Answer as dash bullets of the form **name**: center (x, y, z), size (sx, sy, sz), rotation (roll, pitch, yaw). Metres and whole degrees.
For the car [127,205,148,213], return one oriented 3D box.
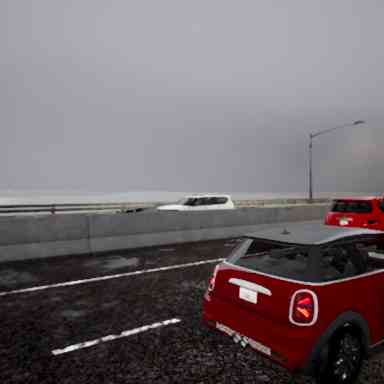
- **car**: center (-1.676, 1.516, 24.235), size (5.357, 1.411, 2.033), rotation (0, 0, -35)

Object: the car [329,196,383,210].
- **car**: center (7.629, 1.188, 13.418), size (5.566, 2.045, 2.150), rotation (0, 0, -35)

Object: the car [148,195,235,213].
- **car**: center (0.309, 1.190, 21.351), size (5.566, 2.045, 2.150), rotation (0, 0, -35)

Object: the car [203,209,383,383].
- **car**: center (2.454, 1.339, 5.483), size (4.553, 1.767, 2.097), rotation (0, 0, -35)

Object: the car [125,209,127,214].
- **car**: center (-3.082, 1.567, 27.522), size (4.718, 1.301, 1.895), rotation (0, 0, -35)
